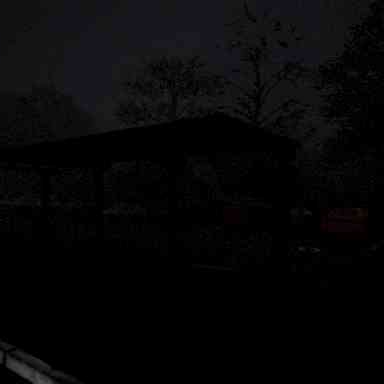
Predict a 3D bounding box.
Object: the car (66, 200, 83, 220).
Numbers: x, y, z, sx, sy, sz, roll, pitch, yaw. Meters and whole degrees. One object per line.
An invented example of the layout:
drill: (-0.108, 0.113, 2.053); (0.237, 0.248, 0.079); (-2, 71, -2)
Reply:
car: (-7.770, 1.598, 28.262); (2.163, 1.488, 4.792); (0, 0, 35)

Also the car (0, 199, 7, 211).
car: (-25.899, 1.635, 41.084); (2.163, 1.488, 4.792); (0, 0, 35)

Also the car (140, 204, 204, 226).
car: (-1.018, 1.579, 23.389); (2.163, 1.488, 4.792); (0, 0, 35)

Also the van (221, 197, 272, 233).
van: (3.589, 1.311, 20.291); (1.878, 1.987, 4.442); (0, 0, 35)

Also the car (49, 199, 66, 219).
car: (-10.045, 1.576, 29.852); (2.231, 1.521, 4.892); (0, 0, 35)

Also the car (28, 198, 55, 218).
car: (-12.308, 1.581, 31.460); (2.097, 1.535, 5.008); (0, 0, 35)

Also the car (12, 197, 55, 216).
car: (-14.570, 1.587, 33.069); (2.097, 1.535, 5.008); (0, 0, 35)

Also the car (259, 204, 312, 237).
car: (5.781, 1.571, 18.585); (2.002, 1.452, 4.674); (0, 0, 35)

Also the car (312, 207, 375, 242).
car: (8.043, 1.525, 16.974); (2.097, 1.535, 5.008); (0, 0, 35)

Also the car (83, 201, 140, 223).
car: (-5.633, 1.559, 26.479); (1.946, 1.575, 5.366); (0, 0, 35)

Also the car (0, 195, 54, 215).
car: (-16.852, 1.342, 34.650); (2.435, 2.045, 5.566); (0, 0, 35)
